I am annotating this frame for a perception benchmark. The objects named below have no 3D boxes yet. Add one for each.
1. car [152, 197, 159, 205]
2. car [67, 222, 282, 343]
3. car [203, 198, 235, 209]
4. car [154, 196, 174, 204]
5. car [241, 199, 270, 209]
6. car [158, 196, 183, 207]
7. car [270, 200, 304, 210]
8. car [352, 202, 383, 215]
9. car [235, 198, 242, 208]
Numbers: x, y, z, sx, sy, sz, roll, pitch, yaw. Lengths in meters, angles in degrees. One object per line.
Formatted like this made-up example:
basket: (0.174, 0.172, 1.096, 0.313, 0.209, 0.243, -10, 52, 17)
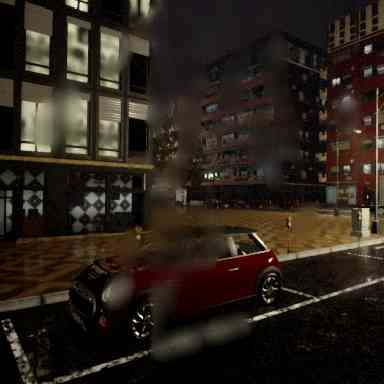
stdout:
car: (-6.482, 1.763, 59.712, 1.887, 1.381, 4.507, 1, -1, -35)
car: (-0.200, 1.441, 6.395, 4.097, 1.590, 1.967, 0, 1, -35)
car: (3.314, 1.677, 45.803, 2.008, 1.369, 4.403, 1, -1, -35)
car: (-6.158, 1.724, 73.807, 2.192, 1.841, 5.009, 1, -1, -35)
car: (10.168, 1.799, 50.625, 1.887, 1.381, 4.507, 1, -1, -35)
car: (-3.217, 1.733, 55.076, 1.887, 1.381, 4.507, 1, -1, -35)
car: (13.433, 1.806, 45.988, 1.802, 1.307, 4.206, 1, -1, -35)
car: (19.964, 1.729, 36.716, 1.947, 1.339, 4.313, 1, -1, -35)
car: (6.903, 1.725, 55.261, 1.967, 1.590, 4.097, 1, -1, -35)
